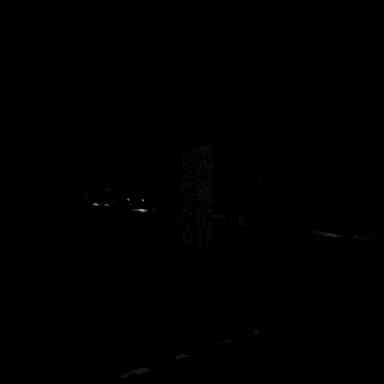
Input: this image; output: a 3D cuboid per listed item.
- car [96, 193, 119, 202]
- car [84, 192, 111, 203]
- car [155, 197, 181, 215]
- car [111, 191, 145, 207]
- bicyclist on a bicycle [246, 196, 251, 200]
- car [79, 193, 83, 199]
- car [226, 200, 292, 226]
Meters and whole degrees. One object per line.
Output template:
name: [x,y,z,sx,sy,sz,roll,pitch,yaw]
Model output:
car: [-13.371,0.874,52.224,1.895,1.301,4.718,1,0,-35]
car: [-13.599,0.800,47.492,1.837,1.490,4.892,1,1,-34]
car: [-1.409,1.191,29.944,2.033,1.411,5.357,1,0,-35]
car: [-7.200,0.831,38.254,2.097,1.767,4.553,1,0,-35]
bicyclist on a bicycle: [5.215,1.209,30.900,1.656,1.620,0.582,0,1,-35]
car: [-19.042,0.679,60.363,1.994,1.385,4.181,1,0,-35]
car: [4.281,1.298,21.812,2.128,1.511,4.902,1,0,-35]
